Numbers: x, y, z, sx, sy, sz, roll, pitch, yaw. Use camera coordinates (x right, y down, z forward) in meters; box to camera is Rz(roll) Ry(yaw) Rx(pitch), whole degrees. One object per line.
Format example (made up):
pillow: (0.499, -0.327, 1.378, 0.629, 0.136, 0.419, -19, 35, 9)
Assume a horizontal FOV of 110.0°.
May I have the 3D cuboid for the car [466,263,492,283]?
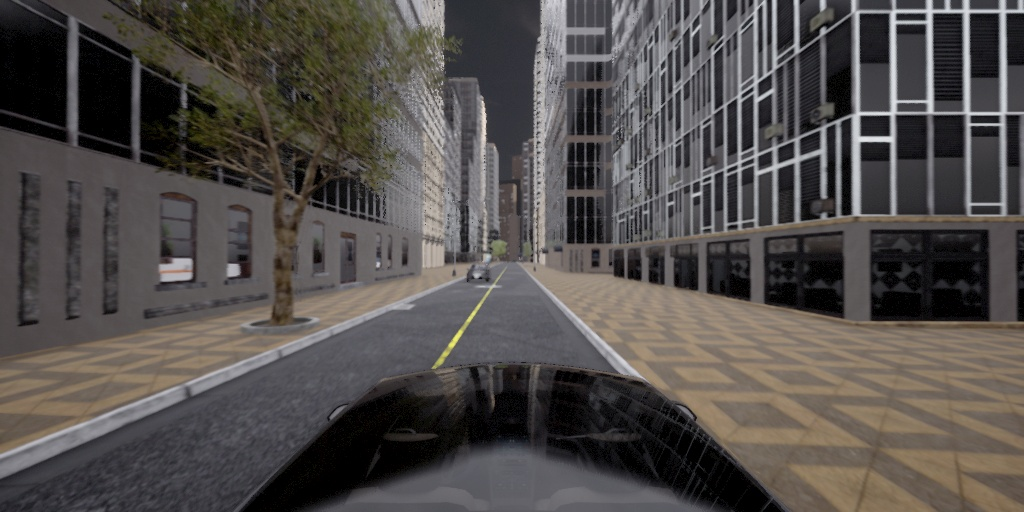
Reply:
car: (-2.705, 1.369, 30.080, 2.128, 1.511, 4.902, 0, 0, 0)
